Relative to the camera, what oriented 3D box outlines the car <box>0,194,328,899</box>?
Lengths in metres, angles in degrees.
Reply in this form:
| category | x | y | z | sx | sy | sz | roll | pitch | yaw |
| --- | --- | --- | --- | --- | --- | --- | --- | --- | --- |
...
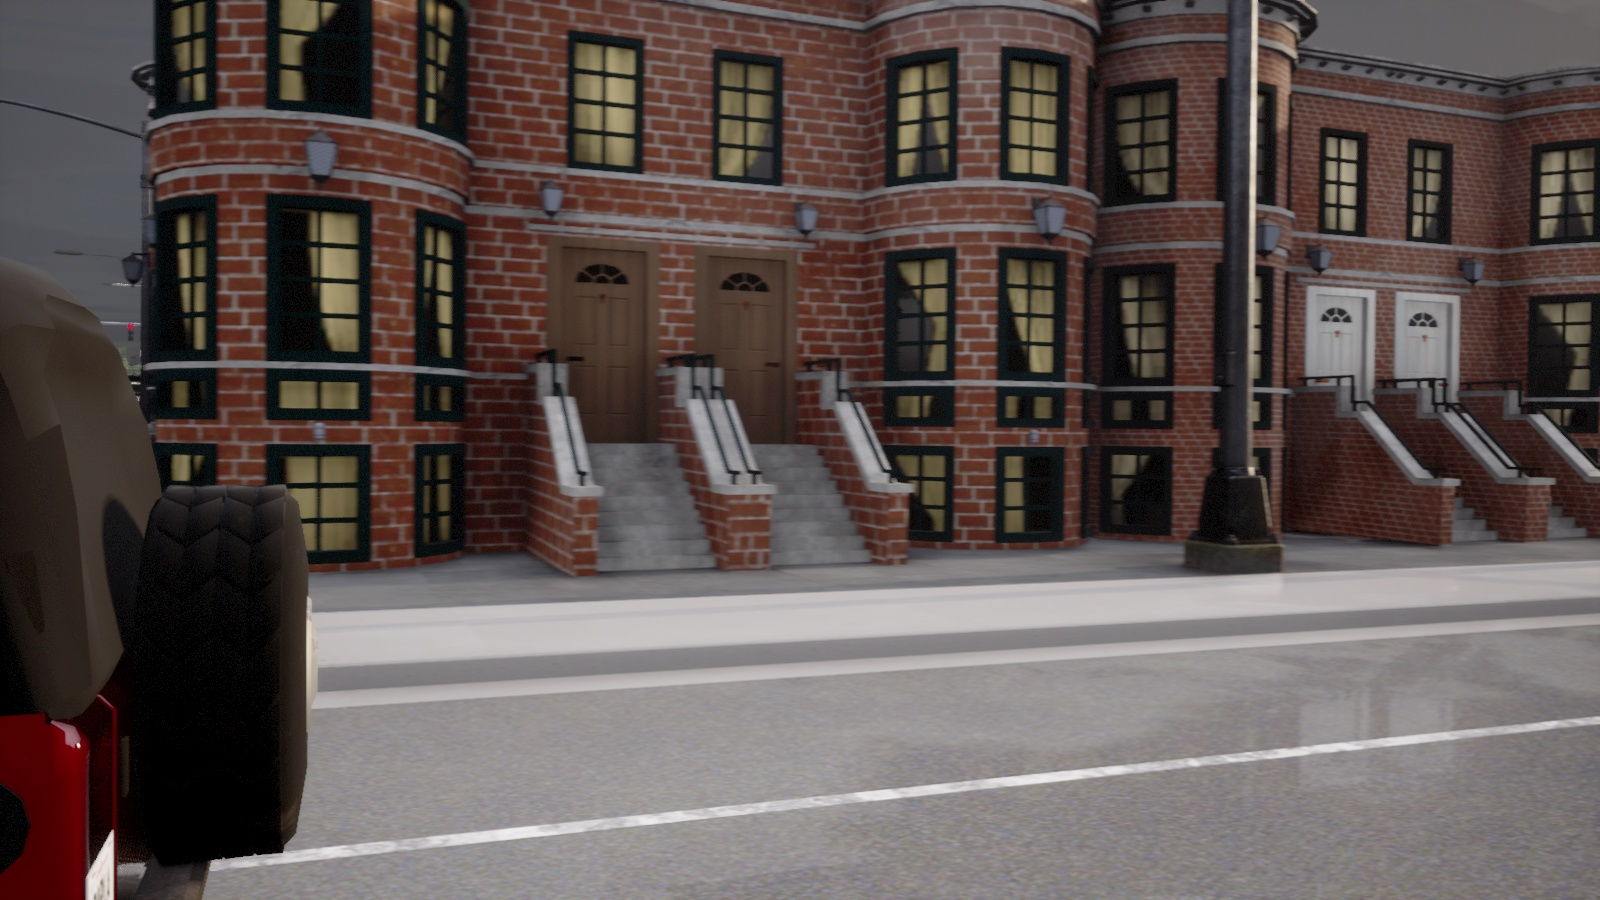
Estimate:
| category | x | y | z | sx | sy | sz | roll | pitch | yaw |
| --- | --- | --- | --- | --- | --- | --- | --- | --- | --- |
| car | -2.881 | 0.592 | 2.142 | 3.866 | 1.878 | 1.905 | -1 | 1 | -21 |
